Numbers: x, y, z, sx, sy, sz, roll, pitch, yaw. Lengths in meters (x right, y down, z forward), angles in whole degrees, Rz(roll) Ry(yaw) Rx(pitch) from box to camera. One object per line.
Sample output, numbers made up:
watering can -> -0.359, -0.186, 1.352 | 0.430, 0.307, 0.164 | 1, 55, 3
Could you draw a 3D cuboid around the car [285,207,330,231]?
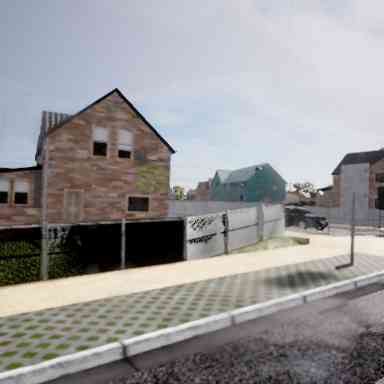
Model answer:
car -> 7.019, 1.785, 22.745 | 1.837, 1.490, 4.892 | 3, -3, -29
